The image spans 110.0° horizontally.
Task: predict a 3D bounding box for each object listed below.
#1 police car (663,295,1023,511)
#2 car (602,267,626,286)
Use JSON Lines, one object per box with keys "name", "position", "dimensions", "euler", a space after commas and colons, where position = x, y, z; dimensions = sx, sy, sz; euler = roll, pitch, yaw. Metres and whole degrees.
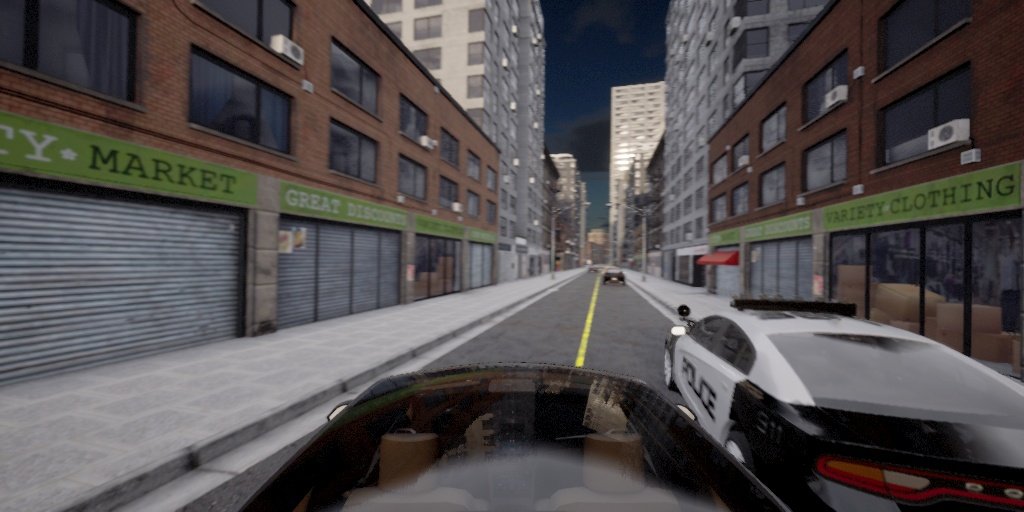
{"name": "police car", "position": [2.969, 1.262, 3.963], "dimensions": [1.930, 1.638, 5.238], "euler": [1, -1, 14]}
{"name": "car", "position": [9.247, 1.830, 32.621], "dimensions": [1.882, 1.535, 5.008], "euler": [1, -1, 14]}
